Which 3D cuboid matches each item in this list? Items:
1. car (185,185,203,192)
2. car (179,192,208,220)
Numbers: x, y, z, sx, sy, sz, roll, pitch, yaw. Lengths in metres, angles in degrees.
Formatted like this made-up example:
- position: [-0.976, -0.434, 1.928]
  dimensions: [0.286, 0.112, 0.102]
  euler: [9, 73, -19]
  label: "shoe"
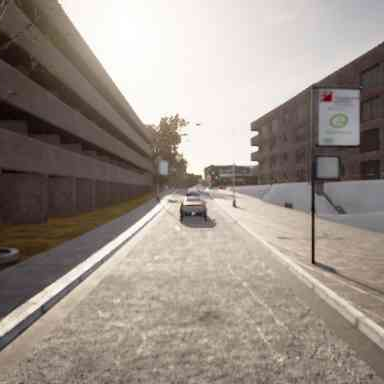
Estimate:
- position: [0.099, 0.251, 41.814]
  dimensions: [1.812, 1.442, 4.674]
  euler: [0, 3, 0]
  label: "car"
- position: [0.099, 1.066, 23.342]
  dimensions: [2.128, 1.511, 4.902]
  euler: [0, 2, 0]
  label: "car"
